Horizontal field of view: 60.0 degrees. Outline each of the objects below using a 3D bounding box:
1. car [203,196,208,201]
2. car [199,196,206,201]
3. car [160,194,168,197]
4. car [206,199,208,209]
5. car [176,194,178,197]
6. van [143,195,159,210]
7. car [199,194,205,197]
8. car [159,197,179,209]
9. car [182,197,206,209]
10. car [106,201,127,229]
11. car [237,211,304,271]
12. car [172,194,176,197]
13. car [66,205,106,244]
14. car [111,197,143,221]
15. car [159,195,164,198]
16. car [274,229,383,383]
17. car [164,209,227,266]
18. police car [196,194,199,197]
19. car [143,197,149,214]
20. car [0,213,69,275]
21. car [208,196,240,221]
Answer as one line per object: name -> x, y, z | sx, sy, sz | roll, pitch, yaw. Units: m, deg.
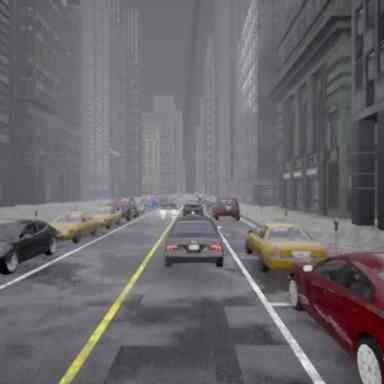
car -> 2.767, 1.597, 44.397 | 2.008, 1.369, 4.403 | 0, 0, 0
car -> 2.775, 1.669, 89.521 | 1.887, 1.381, 4.507 | 0, 0, 0
car -> -5.757, 1.380, 55.674 | 2.192, 1.841, 5.009 | 0, 0, 0
car -> 2.766, 1.582, 33.116 | 2.008, 1.369, 4.403 | 0, 0, 0
car -> -5.749, 1.686, 95.159 | 2.008, 1.369, 4.403 | 0, 0, 0
van -> -5.759, 1.388, 44.393 | 1.690, 1.788, 3.998 | 0, 0, 0
car -> 2.770, 1.514, 61.318 | 1.967, 1.590, 4.097 | 0, 0, 0
car -> -3.085, 1.649, 45.196 | 1.895, 1.301, 4.718 | 0, 0, 0
car -> 0.092, 1.534, 31.558 | 1.837, 1.490, 4.892 | 0, 0, 0
car -> -5.761, 1.544, 21.659 | 1.752, 1.417, 4.829 | 0, 0, 0
car -> 2.762, 1.534, 10.724 | 1.752, 1.417, 4.829 | 0, 0, 0
car -> -5.751, 1.681, 83.877 | 1.947, 1.339, 4.313 | 0, 0, 0
car -> -5.762, 1.539, 16.019 | 1.752, 1.417, 4.829 | 0, 0, 0
car -> -5.761, 1.340, 27.470 | 2.192, 1.841, 5.009 | 0, 0, 0
car -> -5.757, 1.607, 50.032 | 2.008, 1.369, 4.403 | 0, 0, 0
car -> 2.761, 1.548, 4.914 | 1.887, 1.381, 4.507 | 0, 0, 0
car -> 0.070, 1.557, 11.581 | 2.033, 1.411, 5.357 | 0, 0, 0
police car -> 2.379, 1.524, 75.095 | 1.930, 1.638, 5.238 | 0, 0, 0
car -> -5.760, 1.557, 32.941 | 1.752, 1.417, 4.829 | 0, 0, 0
car -> -5.763, 1.575, 10.548 | 1.947, 1.339, 4.313 | 0, 0, 0
car -> 2.764, 1.339, 27.476 | 2.192, 1.841, 5.009 | 0, 0, 0
